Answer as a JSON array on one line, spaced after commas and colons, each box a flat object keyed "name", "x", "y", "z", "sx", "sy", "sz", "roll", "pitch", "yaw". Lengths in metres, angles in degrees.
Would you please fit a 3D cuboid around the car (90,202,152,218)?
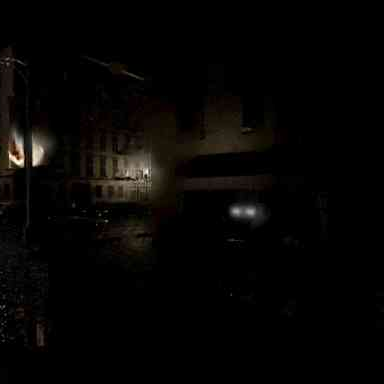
[{"name": "car", "x": -6.502, "y": 1.610, "z": 31.184, "sx": 2.033, "sy": 1.411, "sz": 5.357, "roll": -1, "pitch": -1, "yaw": 35}]

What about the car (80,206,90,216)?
[{"name": "car", "x": -9.056, "y": 1.663, "z": 33.198, "sx": 1.994, "sy": 1.385, "sz": 4.181, "roll": -1, "pitch": -1, "yaw": 35}]

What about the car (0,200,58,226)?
[{"name": "car", "x": -11.992, "y": 1.386, "z": 23.466, "sx": 2.097, "sy": 1.767, "sz": 4.553, "roll": -1, "pitch": -1, "yaw": 35}]

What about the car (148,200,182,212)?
[{"name": "car", "x": -3.304, "y": 1.693, "z": 41.269, "sx": 1.994, "sy": 1.385, "sz": 4.181, "roll": -1, "pitch": -1, "yaw": 35}]
